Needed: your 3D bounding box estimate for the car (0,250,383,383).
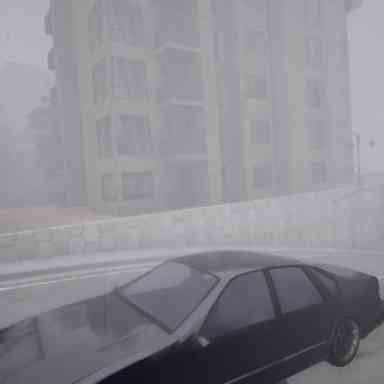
[{"bbox_3d":[0.392,1.530,4.241,5.357,1.411,2.033,0,0,-35],"label":"car"}]
